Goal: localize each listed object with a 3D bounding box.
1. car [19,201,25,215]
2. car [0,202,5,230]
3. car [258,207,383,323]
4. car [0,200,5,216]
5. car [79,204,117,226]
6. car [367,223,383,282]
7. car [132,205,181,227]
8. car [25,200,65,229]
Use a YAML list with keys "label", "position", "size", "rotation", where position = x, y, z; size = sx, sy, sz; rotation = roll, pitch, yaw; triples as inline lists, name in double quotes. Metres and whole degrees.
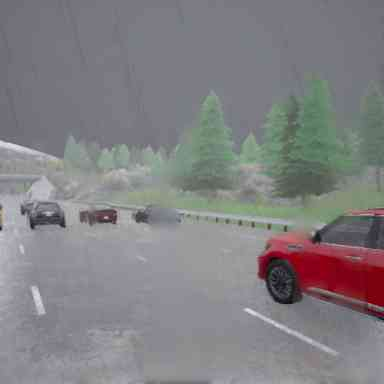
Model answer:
- label: "car"
  position: [-17.409, 1.642, 35.881]
  size: [2.128, 1.511, 4.902]
  rotation: [0, 0, -29]
- label: "car"
  position: [-13.104, 1.562, 21.128]
  size: [1.882, 1.535, 5.008]
  rotation: [0, -1, -29]
- label: "car"
  position: [3.530, 1.252, 5.657]
  size: [2.150, 2.045, 5.566]
  rotation: [0, -1, -28]
- label: "car"
  position: [-20.587, 1.631, 34.384]
  size: [2.128, 1.511, 4.902]
  rotation: [0, 0, -29]
- label: "car"
  position: [-7.002, 1.587, 24.557]
  size: [1.882, 1.535, 5.008]
  rotation: [0, 0, -29]
- label: "car"
  position: [6.585, 1.570, 7.293]
  size: [1.812, 1.442, 4.674]
  rotation: [0, 0, -28]
- label: "car"
  position: [-2.685, 1.659, 24.034]
  size: [2.033, 1.411, 5.357]
  rotation: [0, 0, -29]
- label: "car"
  position: [-10.059, 1.452, 22.840]
  size: [2.097, 1.767, 4.553]
  rotation: [0, 0, -28]
